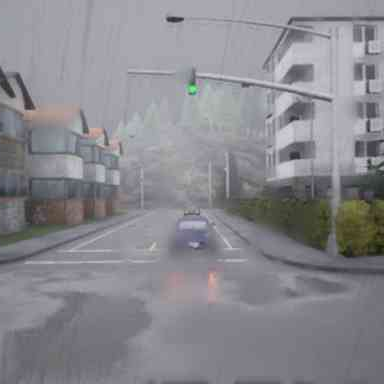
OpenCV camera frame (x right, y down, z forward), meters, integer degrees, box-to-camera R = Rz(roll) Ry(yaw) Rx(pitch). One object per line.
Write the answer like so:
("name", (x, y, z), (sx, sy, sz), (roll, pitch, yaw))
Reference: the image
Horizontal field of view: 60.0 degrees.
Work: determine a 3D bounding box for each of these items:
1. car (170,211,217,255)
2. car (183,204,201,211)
("car", (0.061, 1.759, 14.303), (1.812, 1.442, 4.674), (-1, -1, 0))
("car", (-0.004, 2.047, 36.390), (2.033, 1.411, 5.357), (-1, -1, 0))
